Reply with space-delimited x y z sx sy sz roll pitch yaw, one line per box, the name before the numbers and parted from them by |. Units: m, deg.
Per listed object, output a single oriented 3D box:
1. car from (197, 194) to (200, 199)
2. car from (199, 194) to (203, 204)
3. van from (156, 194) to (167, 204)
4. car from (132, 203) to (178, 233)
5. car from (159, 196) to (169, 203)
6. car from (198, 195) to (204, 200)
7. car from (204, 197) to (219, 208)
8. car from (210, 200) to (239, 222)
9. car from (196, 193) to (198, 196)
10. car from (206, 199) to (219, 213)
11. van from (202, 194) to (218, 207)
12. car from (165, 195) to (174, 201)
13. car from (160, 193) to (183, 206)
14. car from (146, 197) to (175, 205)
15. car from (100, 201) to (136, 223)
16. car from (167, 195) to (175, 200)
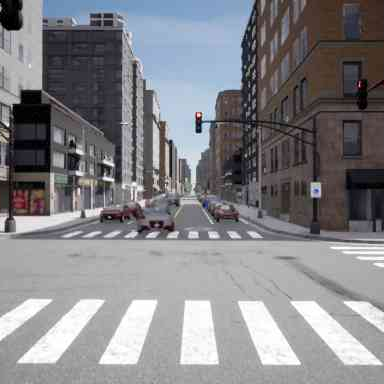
car | 2.559 1.593 71.365 1.947 1.339 4.313 1 0 0
car | 2.599 1.329 48.672 2.192 1.841 5.009 1 0 0
van | -5.955 1.365 65.683 1.690 1.788 3.998 1 0 0
car | -2.265 1.569 19.529 1.994 1.385 4.181 0 0 -12
car | -5.966 1.609 71.356 1.802 1.307 4.206 1 0 0
car | 2.523 1.565 94.229 1.752 1.417 4.829 1 0 0
car | 2.615 1.591 37.325 1.802 1.307 4.206 1 0 0
car | 2.634 1.588 25.978 1.802 1.307 4.206 1 0 0
car | 2.543 1.349 82.712 2.192 1.841 5.009 1 0 0
car | 2.624 1.589 31.651 1.802 1.307 4.206 1 0 0
van | 2.608 1.353 42.999 1.690 1.788 3.998 1 0 0
car | -5.994 1.603 88.375 1.947 1.339 4.313 1 0 0
car | -3.113 1.239 51.662 2.150 2.045 5.566 0 0 3
car | -3.150 1.499 32.610 2.128 1.511 4.902 0 0 0
car | -5.892 1.550 25.973 1.887 1.381 4.507 1 0 0
car | -6.003 1.584 94.048 1.887 1.381 4.507 1 0 0
